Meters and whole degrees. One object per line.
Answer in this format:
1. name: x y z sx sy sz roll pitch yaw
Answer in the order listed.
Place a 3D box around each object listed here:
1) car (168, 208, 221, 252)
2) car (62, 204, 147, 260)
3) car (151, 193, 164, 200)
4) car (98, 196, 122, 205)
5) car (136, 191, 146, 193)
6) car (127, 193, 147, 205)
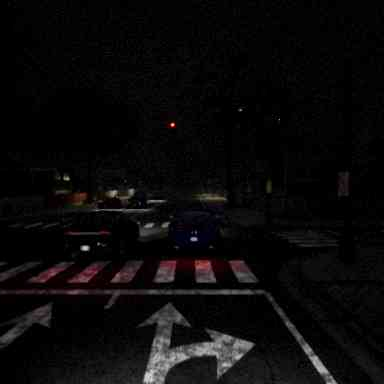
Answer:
1. car: 0.081 1.395 13.581 1.882 1.535 5.008 0 1 0
2. car: -3.181 1.449 12.361 2.128 1.511 4.902 -1 0 0
3. car: -6.460 0.793 62.773 1.994 1.385 4.181 0 1 0
4. car: -9.818 1.228 40.228 2.033 1.411 5.357 0 1 0
5. car: -9.704 0.579 62.758 2.097 1.767 4.553 0 1 0
6. car: -6.565 1.186 40.184 1.837 1.490 4.892 0 1 0
